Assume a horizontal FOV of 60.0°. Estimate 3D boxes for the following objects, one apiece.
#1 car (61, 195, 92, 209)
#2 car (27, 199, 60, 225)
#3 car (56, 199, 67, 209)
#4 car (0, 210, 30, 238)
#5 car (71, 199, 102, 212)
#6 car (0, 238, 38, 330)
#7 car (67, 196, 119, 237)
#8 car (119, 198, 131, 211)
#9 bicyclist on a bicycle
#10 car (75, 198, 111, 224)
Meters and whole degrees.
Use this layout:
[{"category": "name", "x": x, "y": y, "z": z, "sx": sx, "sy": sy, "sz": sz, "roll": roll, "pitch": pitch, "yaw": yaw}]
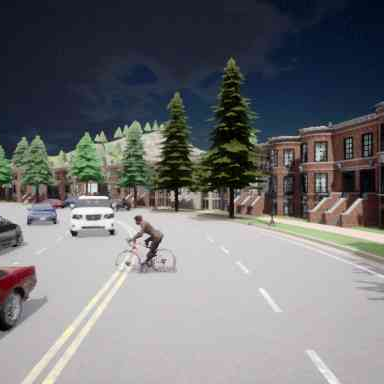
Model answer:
[{"category": "car", "x": -16.404, "y": 1.352, "z": 47.164, "sx": 4.553, "sy": 1.767, "sz": 2.097, "roll": 0, "pitch": 0, "yaw": 39}, {"category": "car", "x": -10.925, "y": 1.526, "z": 24.293, "sx": 1.812, "sy": 1.442, "sz": 4.674, "roll": 0, "pitch": 0, "yaw": -25}, {"category": "car", "x": -18.998, "y": 1.564, "z": 44.841, "sx": 4.181, "sy": 1.385, "sz": 1.994, "roll": 0, "pitch": 0, "yaw": 37}, {"category": "car", "x": -7.789, "y": 1.564, "z": 12.064, "sx": 1.994, "sy": 1.385, "sz": 4.181, "roll": 0, "pitch": 0, "yaw": -8}, {"category": "car", "x": -12.358, "y": 1.526, "z": 38.694, "sx": 1.812, "sy": 1.442, "sz": 4.674, "roll": 0, "pitch": 0, "yaw": -41}, {"category": "car", "x": -3.777, "y": 1.601, "z": 4.079, "sx": 1.895, "sy": 1.301, "sz": 4.718, "roll": 0, "pitch": 0, "yaw": -3}, {"category": "car", "x": -5.510, "y": 1.224, "z": 18.616, "sx": 2.150, "sy": 2.045, "sz": 5.566, "roll": 0, "pitch": 0, "yaw": -16}, {"category": "car", "x": -9.152, "y": 1.505, "z": 40.279, "sx": 1.837, "sy": 1.490, "sz": 4.892, "roll": 0, "pitch": 0, "yaw": -40}, {"category": "bicyclist on a bicycle", "x": -1.287, "y": 1.455, "z": 9.126, "sx": 1.656, "sy": 1.620, "sz": 0.582, "roll": -2, "pitch": 0, "yaw": -2}, {"category": "car", "x": -7.765, "y": 1.353, "z": 25.798, "sx": 2.097, "sy": 1.767, "sz": 4.553, "roll": 0, "pitch": 0, "yaw": -25}]
